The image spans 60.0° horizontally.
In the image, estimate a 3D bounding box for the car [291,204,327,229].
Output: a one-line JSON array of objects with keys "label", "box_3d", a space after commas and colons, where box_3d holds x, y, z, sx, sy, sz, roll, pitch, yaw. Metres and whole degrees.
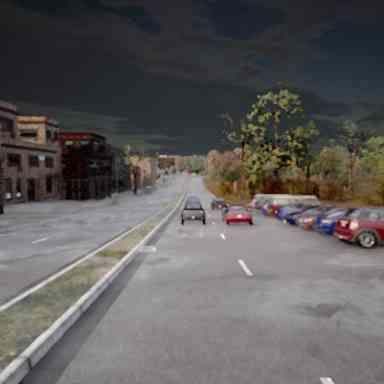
[{"label": "car", "box_3d": [8.795, 1.614, 20.096, 4.674, 1.452, 2.002, 0, 0, 0]}]

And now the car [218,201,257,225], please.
[{"label": "car", "box_3d": [3.342, 1.652, 25.291, 1.994, 1.385, 4.181, 0, 0, 0]}]

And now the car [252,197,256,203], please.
[{"label": "car", "box_3d": [8.790, 1.531, 33.872, 4.892, 1.521, 2.231, 0, 0, 0]}]

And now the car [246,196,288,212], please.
[{"label": "car", "box_3d": [8.827, 1.355, 39.381, 4.553, 1.767, 2.185, 0, 1, 0]}]

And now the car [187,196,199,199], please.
[{"label": "car", "box_3d": [0.106, 1.314, 42.340, 2.097, 1.767, 4.553, 0, 1, 0]}]

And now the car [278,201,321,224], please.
[{"label": "car", "box_3d": [8.764, 1.603, 22.855, 4.792, 1.488, 2.163, 0, 0, 0]}]

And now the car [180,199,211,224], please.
[{"label": "car", "box_3d": [0.095, 1.577, 25.771, 2.128, 1.511, 4.902, 0, 0, 0]}]

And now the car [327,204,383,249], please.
[{"label": "car", "box_3d": [8.761, 1.444, 14.581, 4.553, 1.767, 2.185, 0, 0, 0]}]

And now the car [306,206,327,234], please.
[{"label": "car", "box_3d": [8.790, 1.612, 17.342, 4.674, 1.452, 2.002, 0, 0, 0]}]

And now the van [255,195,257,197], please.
[{"label": "van", "box_3d": [8.680, 1.283, 36.628, 4.442, 1.987, 1.878, 0, 1, 0]}]

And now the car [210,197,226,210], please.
[{"label": "car", "box_3d": [3.356, 1.467, 42.433, 1.837, 1.490, 4.892, 0, 1, 0]}]

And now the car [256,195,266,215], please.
[{"label": "car", "box_3d": [8.764, 1.421, 31.244, 4.553, 1.767, 2.185, 0, 0, 0]}]

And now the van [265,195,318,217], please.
[{"label": "van", "box_3d": [8.911, 1.333, 28.359, 4.442, 1.987, 1.878, 0, 0, 0]}]

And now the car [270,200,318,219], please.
[{"label": "car", "box_3d": [8.824, 1.596, 25.607, 4.792, 1.488, 2.163, 0, 0, 0]}]
